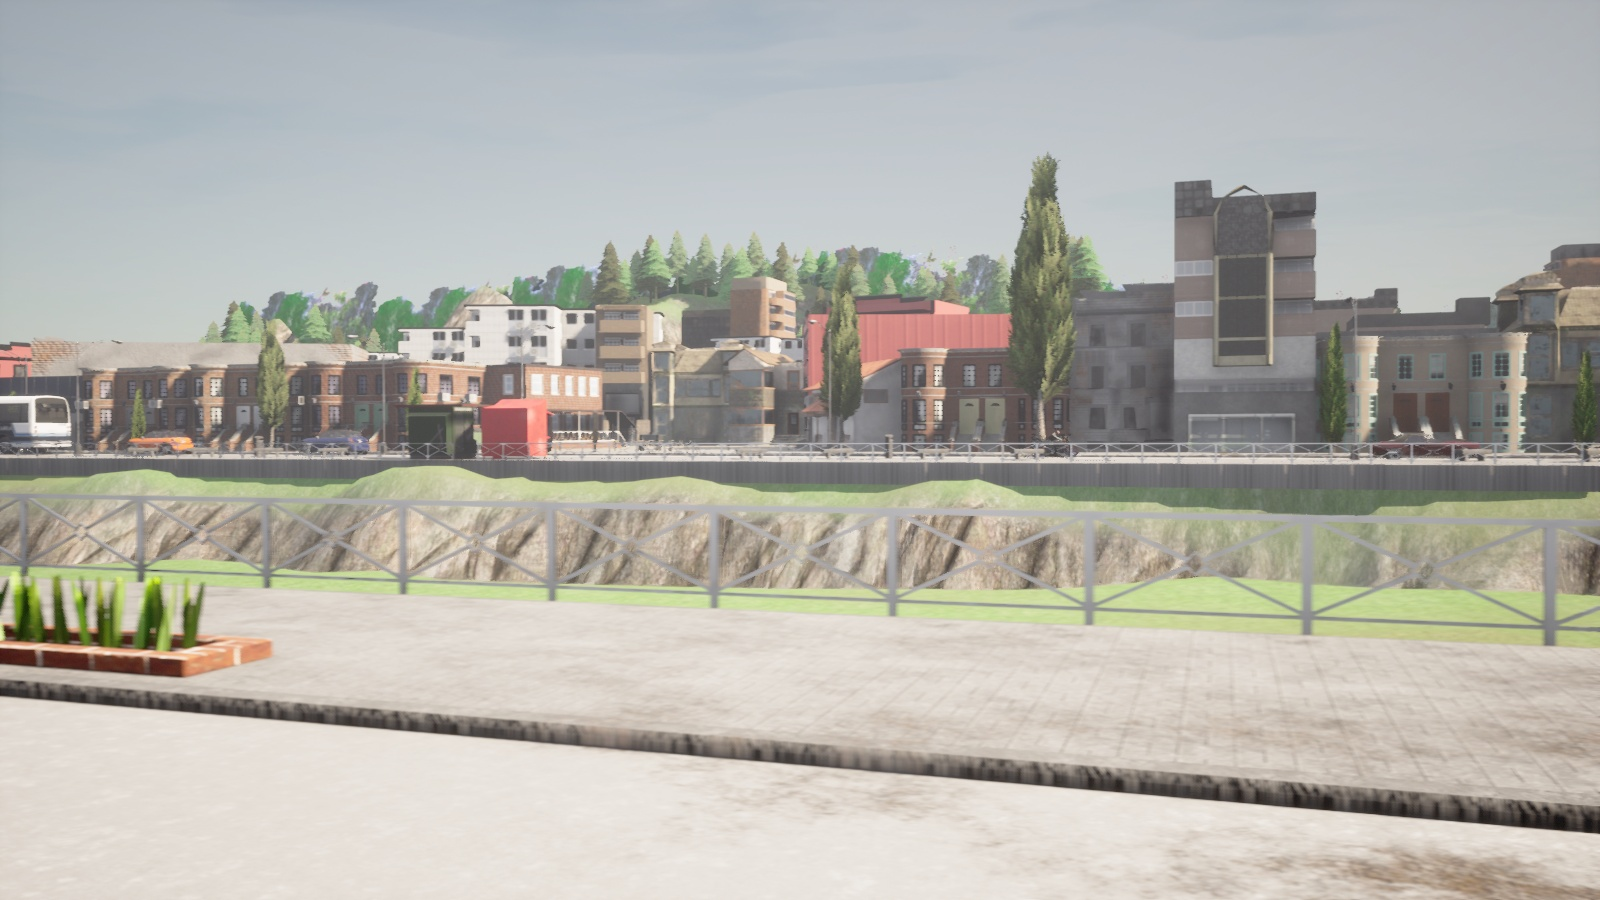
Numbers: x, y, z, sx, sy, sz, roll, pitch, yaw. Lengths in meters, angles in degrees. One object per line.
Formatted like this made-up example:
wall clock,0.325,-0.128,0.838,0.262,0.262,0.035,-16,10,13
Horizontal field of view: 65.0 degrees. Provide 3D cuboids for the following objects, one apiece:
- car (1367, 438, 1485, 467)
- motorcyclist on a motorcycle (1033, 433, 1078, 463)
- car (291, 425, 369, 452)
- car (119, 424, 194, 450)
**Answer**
car,29.327,0.093,58.969,4.718,1.301,1.895,1,1,19
motorcyclist on a motorcycle,13.116,-0.121,64.417,2.191,1.530,0.866,1,1,19
car,-31.238,-0.770,83.541,4.553,1.767,2.097,1,1,19
car,-45.211,-0.898,88.238,4.553,1.767,2.097,1,1,19
